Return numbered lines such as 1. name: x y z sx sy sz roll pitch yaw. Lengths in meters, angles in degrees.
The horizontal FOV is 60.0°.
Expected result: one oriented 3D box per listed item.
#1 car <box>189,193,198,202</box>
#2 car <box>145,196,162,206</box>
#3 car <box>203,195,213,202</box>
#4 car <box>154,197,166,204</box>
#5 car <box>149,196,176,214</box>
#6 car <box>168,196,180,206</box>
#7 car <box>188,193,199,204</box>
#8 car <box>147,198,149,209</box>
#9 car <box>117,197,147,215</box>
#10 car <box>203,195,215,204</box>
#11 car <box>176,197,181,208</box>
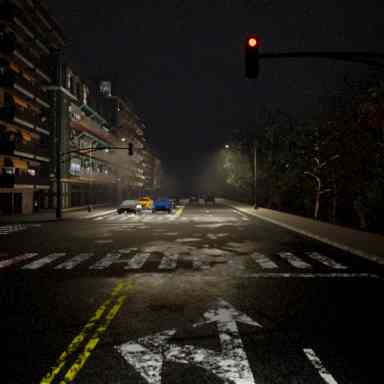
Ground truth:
1. car: 0.341 1.253 76.588 2.150 2.045 5.566 0 0 0
2. car: -6.260 1.504 54.712 2.128 1.511 4.902 0 0 0
3. car: 3.590 1.498 76.496 2.033 1.411 5.357 0 0 0
4. car: -6.212 1.620 65.036 1.895 1.301 4.718 0 0 0
5. car: -3.179 1.482 36.357 1.882 1.535 5.008 0 0 1
6. car: -3.004 1.518 55.900 1.837 1.490 4.892 0 0 0
7. car: 0.393 1.512 65.754 2.128 1.511 4.902 0 0 0
8. car: -6.354 1.485 44.572 1.882 1.535 5.008 0 0 1
9. car: -6.438 1.551 34.920 2.033 1.411 5.357 0 0 0
10. car: 3.543 1.525 66.077 1.837 1.490 4.892 0 0 0
11. car: -3.090 1.500 45.838 2.128 1.511 4.902 0 0 1
